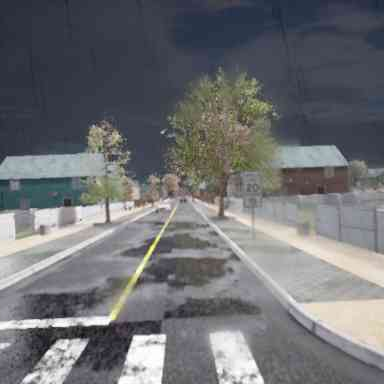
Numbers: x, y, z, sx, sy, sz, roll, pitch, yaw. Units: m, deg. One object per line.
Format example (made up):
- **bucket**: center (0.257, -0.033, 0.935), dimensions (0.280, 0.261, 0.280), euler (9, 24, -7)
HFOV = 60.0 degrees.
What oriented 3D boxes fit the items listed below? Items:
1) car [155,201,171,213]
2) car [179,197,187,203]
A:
- **car**: center (-3.924, 2.018, 46.071), dimensions (1.812, 1.442, 4.674), euler (-2, 0, -2)
- **car**: center (-2.404, 2.176, 91.912), dimensions (2.097, 1.767, 4.553), euler (-2, -1, -2)
